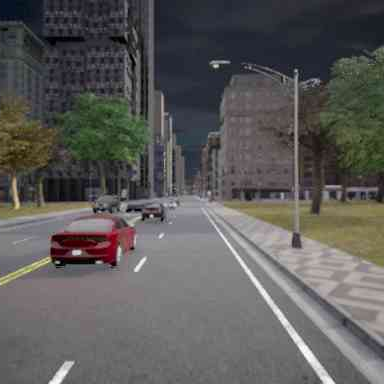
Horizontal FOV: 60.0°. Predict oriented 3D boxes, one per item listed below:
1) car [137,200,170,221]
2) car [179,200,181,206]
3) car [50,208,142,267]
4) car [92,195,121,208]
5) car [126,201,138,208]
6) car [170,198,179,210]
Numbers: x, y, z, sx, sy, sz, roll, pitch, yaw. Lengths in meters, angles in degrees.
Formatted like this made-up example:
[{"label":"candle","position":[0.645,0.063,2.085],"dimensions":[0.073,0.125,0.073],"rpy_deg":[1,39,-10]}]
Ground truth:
[{"label":"car","position":[-3.173,1.639,28.537],"dimensions":[1.837,1.490,4.892],"rpy_deg":[0,0,0]},{"label":"car","position":[-3.221,1.859,63.472],"dimensions":[1.812,1.442,4.674],"rpy_deg":[0,0,0]},{"label":"car","position":[-3.159,1.531,11.589],"dimensions":[1.882,1.535,5.008],"rpy_deg":[0,-1,0]},{"label":"car","position":[-9.805,1.414,38.598],"dimensions":[2.150,2.045,5.566],"rpy_deg":[0,-1,0]},{"label":"car","position":[-6.544,1.740,39.657],"dimensions":[2.033,1.411,5.357],"rpy_deg":[0,0,0]},{"label":"car","position":[-3.188,1.833,47.080],"dimensions":[1.895,1.301,4.718],"rpy_deg":[0,0,0]}]
